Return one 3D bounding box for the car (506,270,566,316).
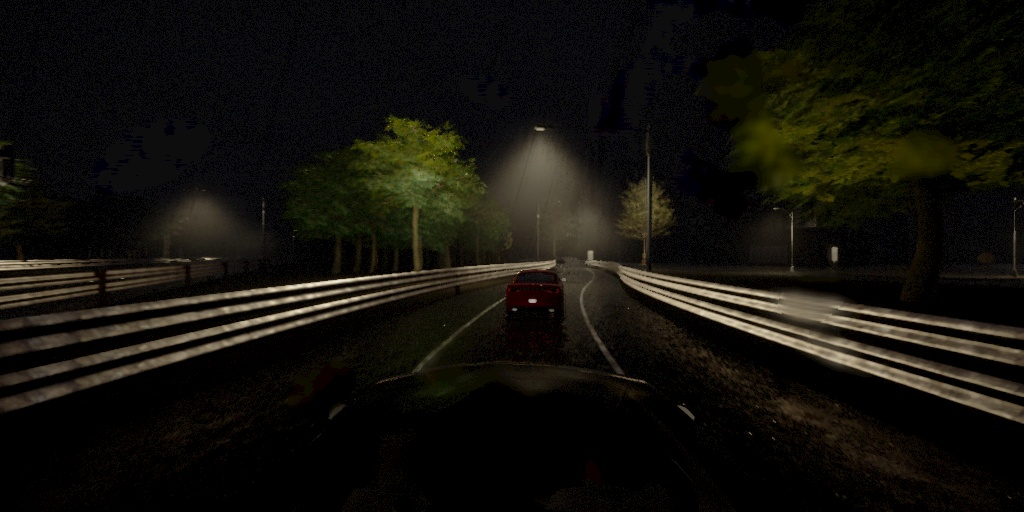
[{"bbox_3d":[0.999,1.250,13.520,1.882,1.535,5.008,0,0,8],"label":"car"}]
